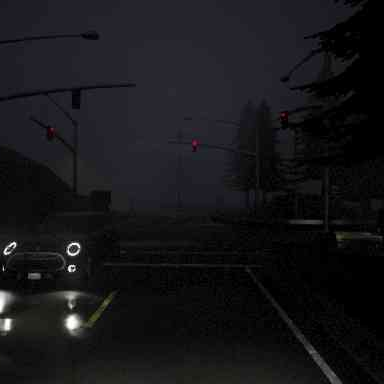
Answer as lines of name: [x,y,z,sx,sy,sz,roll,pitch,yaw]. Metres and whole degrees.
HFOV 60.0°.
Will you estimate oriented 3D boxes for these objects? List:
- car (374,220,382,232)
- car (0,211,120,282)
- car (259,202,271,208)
car: [14.211,1.864,21.256,4.553,1.767,2.097,0,-1,0]
car: [-3.677,1.427,10.110,2.097,1.767,4.553,0,-1,1]
car: [12.482,2.332,51.424,4.902,1.511,2.128,0,-1,2]
